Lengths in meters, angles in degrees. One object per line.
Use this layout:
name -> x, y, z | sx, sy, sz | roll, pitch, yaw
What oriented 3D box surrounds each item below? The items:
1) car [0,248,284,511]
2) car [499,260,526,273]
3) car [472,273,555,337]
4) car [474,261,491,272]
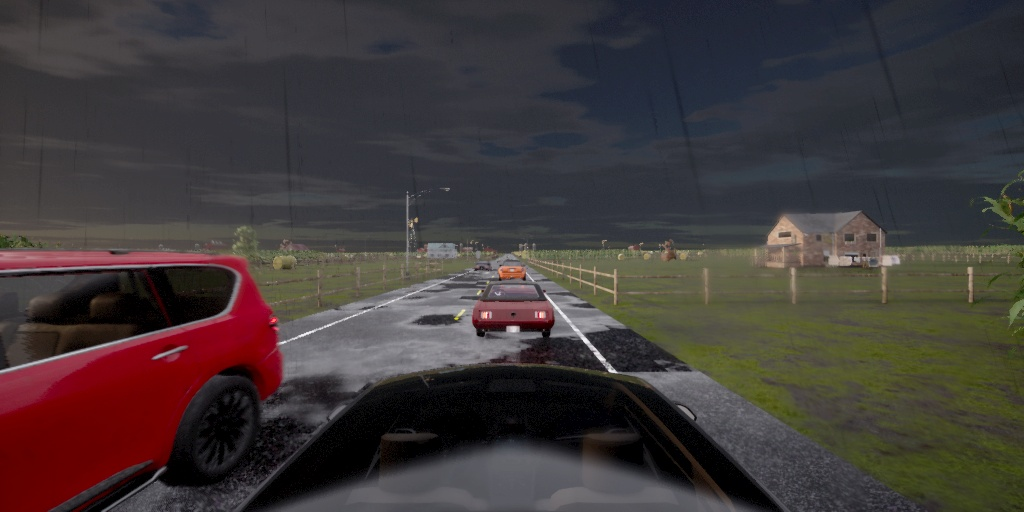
car -> -3.599, 0.969, 1.681 | 2.150, 2.045, 5.566 | 0, 0, 0
car -> 0.017, 1.088, 29.010 | 2.097, 1.767, 4.553 | 0, 0, 0
car -> 0.044, 1.350, 10.241 | 1.895, 1.301, 4.718 | 0, 0, 0
car -> -3.662, 1.279, 45.560 | 1.994, 1.385, 4.181 | 0, 0, 0
